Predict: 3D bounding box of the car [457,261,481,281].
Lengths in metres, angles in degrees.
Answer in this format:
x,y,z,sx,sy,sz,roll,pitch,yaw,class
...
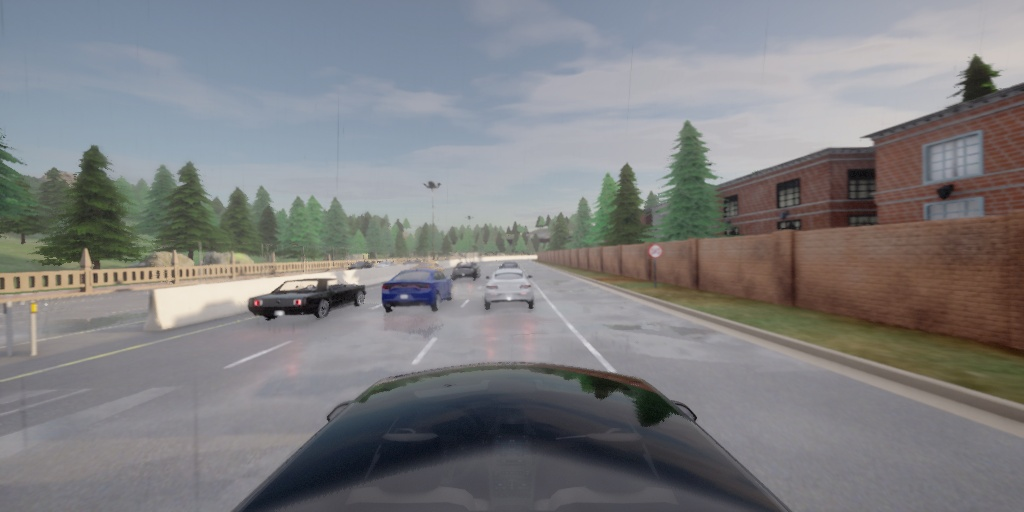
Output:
x,y,z,sx,sy,sz,roll,pitch,yaw,class
-3.663,1.198,29.483,2.128,1.511,4.902,-1,0,0,car

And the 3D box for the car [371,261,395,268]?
x,y,z,sx,sy,sz,roll,pitch,yaw,class
-17.824,1.427,50.813,1.812,1.442,4.674,-1,0,0,car

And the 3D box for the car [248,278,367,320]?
x,y,z,sx,sy,sz,roll,pitch,yaw,class
-7.110,1.446,13.177,1.895,1.301,4.718,-1,0,0,car

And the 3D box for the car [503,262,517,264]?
x,y,z,sx,sy,sz,roll,pitch,yaw,class
-0.160,1.197,29.892,1.994,1.385,4.181,-1,0,0,car

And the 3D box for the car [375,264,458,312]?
x,y,z,sx,sy,sz,roll,pitch,yaw,class
-3.618,1.247,14.510,1.882,1.535,5.008,-1,-1,0,car

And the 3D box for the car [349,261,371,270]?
x,y,z,sx,sy,sz,roll,pitch,yaw,class
-21.321,1.477,50.770,1.837,1.490,4.892,-1,0,0,car

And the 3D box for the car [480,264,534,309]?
x,y,z,sx,sy,sz,roll,pitch,yaw,class
-0.115,1.223,14.683,1.812,1.442,4.674,-1,0,0,car

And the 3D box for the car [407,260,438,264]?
x,y,z,sx,sy,sz,roll,pitch,yaw,class
-7.156,1.247,31.007,1.882,1.535,5.008,-1,0,0,car

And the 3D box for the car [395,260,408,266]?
x,y,z,sx,sy,sz,roll,pitch,yaw,class
-14.326,1.321,50.858,2.128,1.511,4.902,-1,0,0,car
